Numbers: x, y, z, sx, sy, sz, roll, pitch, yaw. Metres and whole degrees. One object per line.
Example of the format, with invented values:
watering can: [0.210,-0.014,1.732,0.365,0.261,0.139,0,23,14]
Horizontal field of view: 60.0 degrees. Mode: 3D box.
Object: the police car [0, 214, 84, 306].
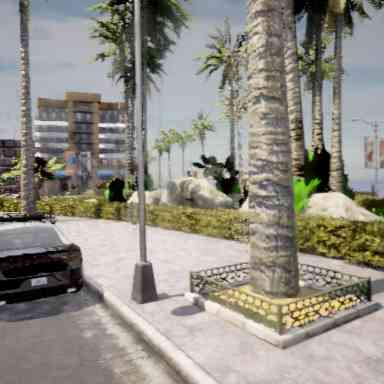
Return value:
police car: [-4.154,1.366,7.991,1.930,1.638,5.238,-2,1,-34]
